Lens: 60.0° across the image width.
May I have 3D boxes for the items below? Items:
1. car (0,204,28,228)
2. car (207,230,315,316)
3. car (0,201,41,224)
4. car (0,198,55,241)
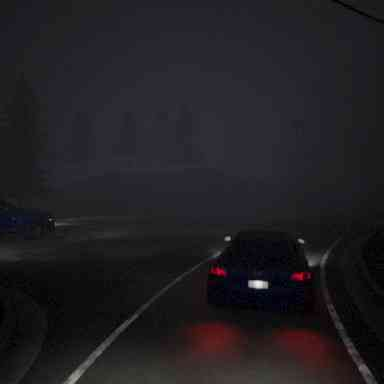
[{"bbox_3d":[-12.743,1.530,20.889,4.181,1.385,1.994,0,0,-31],"label":"car"},{"bbox_3d":[1.626,1.551,7.647,1.994,1.385,4.181,0,0,14],"label":"car"},{"bbox_3d":[-13.868,1.452,24.303,4.902,1.511,2.128,0,0,-31],"label":"car"},{"bbox_3d":[-9.167,1.199,14.870,5.566,2.045,2.150,0,0,-31],"label":"car"}]
